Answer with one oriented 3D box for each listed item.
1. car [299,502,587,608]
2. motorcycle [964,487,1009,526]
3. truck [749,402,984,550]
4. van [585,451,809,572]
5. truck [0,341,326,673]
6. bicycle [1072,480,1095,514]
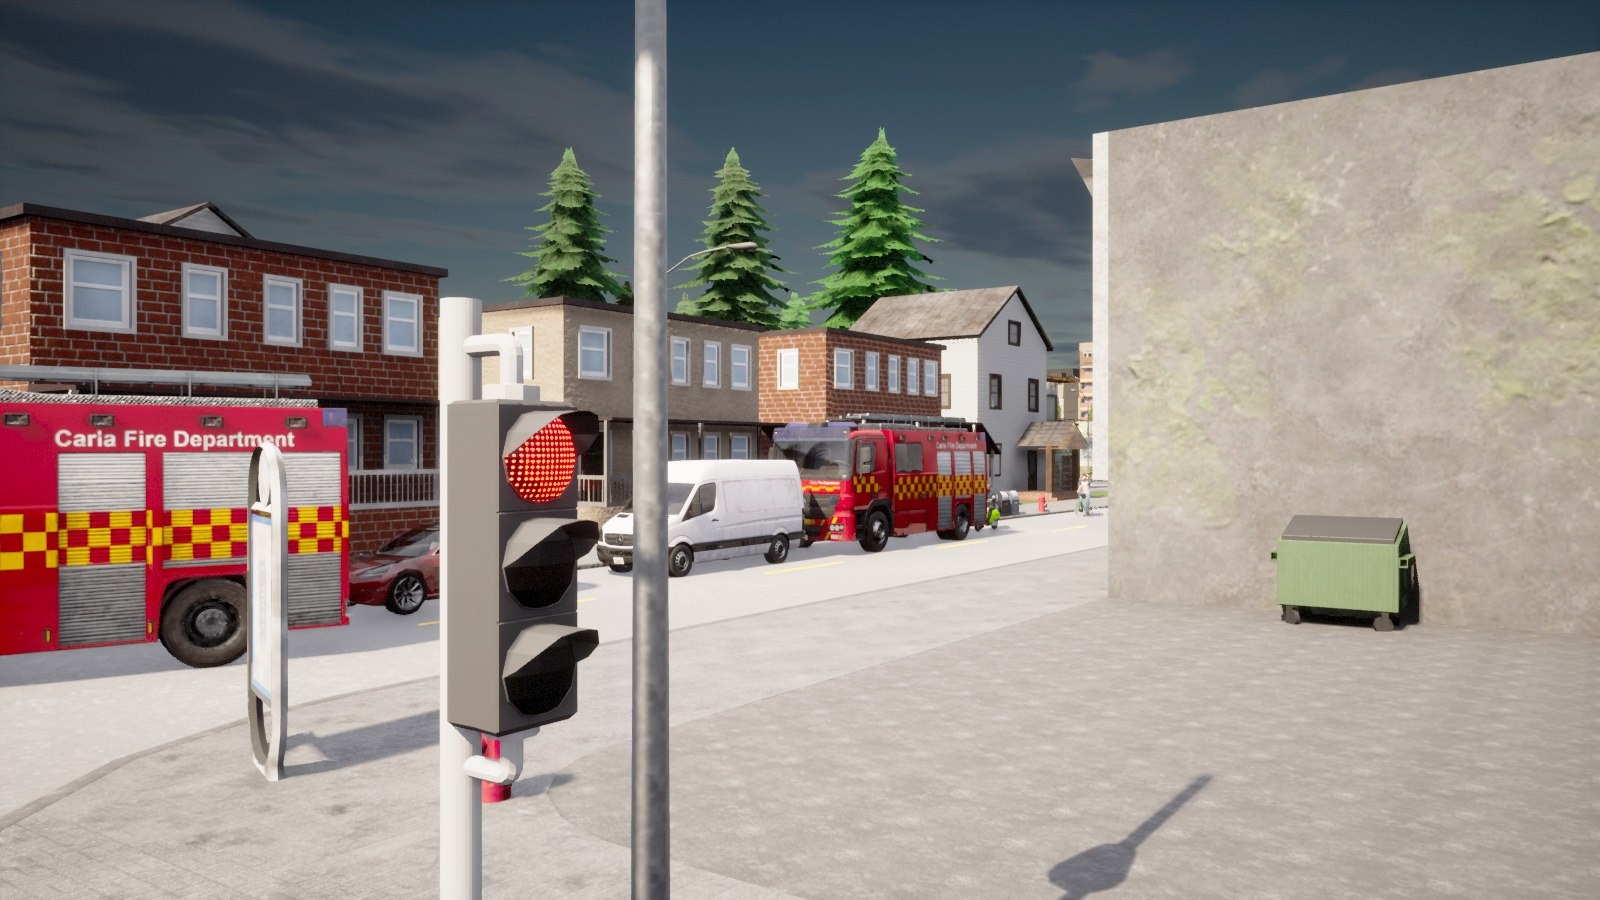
[{"bbox_3d":[-6.467,1.835,21.256,2.163,1.488,4.792,0,0,35],"label":"car"},{"bbox_3d":[6.506,1.955,39.767,0.856,1.236,1.805,0,0,35],"label":"motorcycle"},{"bbox_3d":[2.235,0.662,33.662,2.891,3.827,8.468,0,0,35],"label":"truck"},{"bbox_3d":[-2.273,1.307,27.238,1.988,2.561,5.915,0,0,35],"label":"van"},{"bbox_3d":[-10.615,0.661,13.944,8.468,3.827,2.891,0,0,-36],"label":"truck"},{"bbox_3d":[11.712,1.929,47.191,0.373,1.296,1.643,0,1,35],"label":"bicycle"}]
